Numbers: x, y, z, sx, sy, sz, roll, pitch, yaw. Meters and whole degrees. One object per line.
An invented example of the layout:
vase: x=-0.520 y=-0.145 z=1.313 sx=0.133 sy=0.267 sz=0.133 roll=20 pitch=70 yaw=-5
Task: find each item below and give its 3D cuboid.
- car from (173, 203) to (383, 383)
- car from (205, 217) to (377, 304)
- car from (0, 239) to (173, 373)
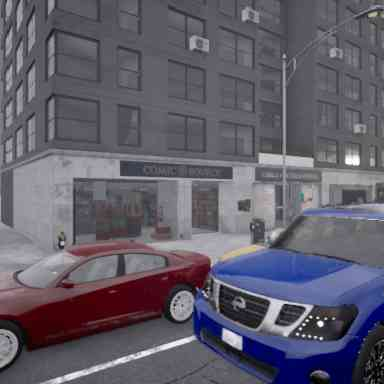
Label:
car: x=2.677 y=1.226 z=5.171 sx=5.566 sy=2.045 sz=2.150 roll=0 pitch=0 yaw=-36
car: x=2.781 y=1.532 z=8.759 sx=4.829 sy=1.417 sz=1.752 roll=0 pitch=0 yaw=-36
car: x=-1.692 y=1.546 z=5.561 sx=4.507 sy=1.381 sz=1.887 roll=0 pitch=0 yaw=-36
